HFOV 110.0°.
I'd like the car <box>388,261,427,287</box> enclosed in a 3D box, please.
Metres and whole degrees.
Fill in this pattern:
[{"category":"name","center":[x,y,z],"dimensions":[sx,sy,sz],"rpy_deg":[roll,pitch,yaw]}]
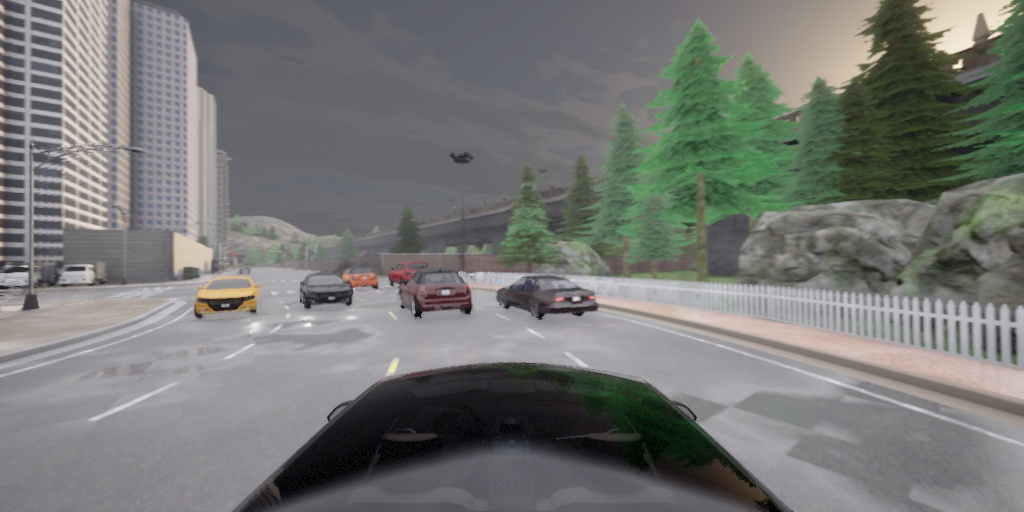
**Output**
[{"category":"car","center":[-8.231,1.458,28.668],"dimensions":[2.150,2.045,5.566],"rpy_deg":[-1,-1,-33]}]

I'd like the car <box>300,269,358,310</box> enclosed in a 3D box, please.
[{"category":"car","center":[-8.956,1.570,17.162],"dimensions":[1.882,1.535,5.008],"rpy_deg":[0,-1,-33]}]

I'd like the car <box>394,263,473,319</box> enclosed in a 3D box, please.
[{"category":"car","center":[-3.214,1.319,14.382],"dimensions":[2.097,1.767,4.553],"rpy_deg":[-1,-1,-26]}]

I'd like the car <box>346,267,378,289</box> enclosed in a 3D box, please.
[{"category":"car","center":[-11.877,1.632,27.257],"dimensions":[2.097,1.767,4.553],"rpy_deg":[-1,-1,-39]}]

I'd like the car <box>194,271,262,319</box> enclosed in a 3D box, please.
[{"category":"car","center":[-11.761,1.585,15.084],"dimensions":[1.882,1.535,5.008],"rpy_deg":[0,-1,-34]}]

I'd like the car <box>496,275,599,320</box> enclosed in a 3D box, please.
[{"category":"car","center":[1.067,1.438,13.561],"dimensions":[2.033,1.411,5.357],"rpy_deg":[-1,-1,-23]}]
